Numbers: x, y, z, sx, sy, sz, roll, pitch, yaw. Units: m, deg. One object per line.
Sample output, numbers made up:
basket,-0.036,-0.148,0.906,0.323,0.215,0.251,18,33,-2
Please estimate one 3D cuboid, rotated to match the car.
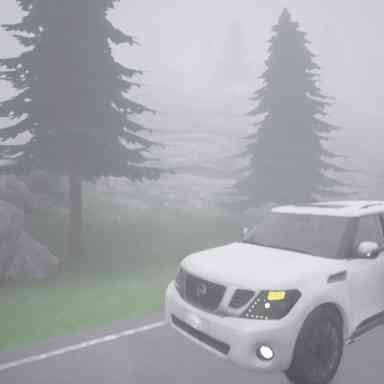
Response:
car,2.271,1.199,5.625,5.566,2.045,2.150,0,0,-36
